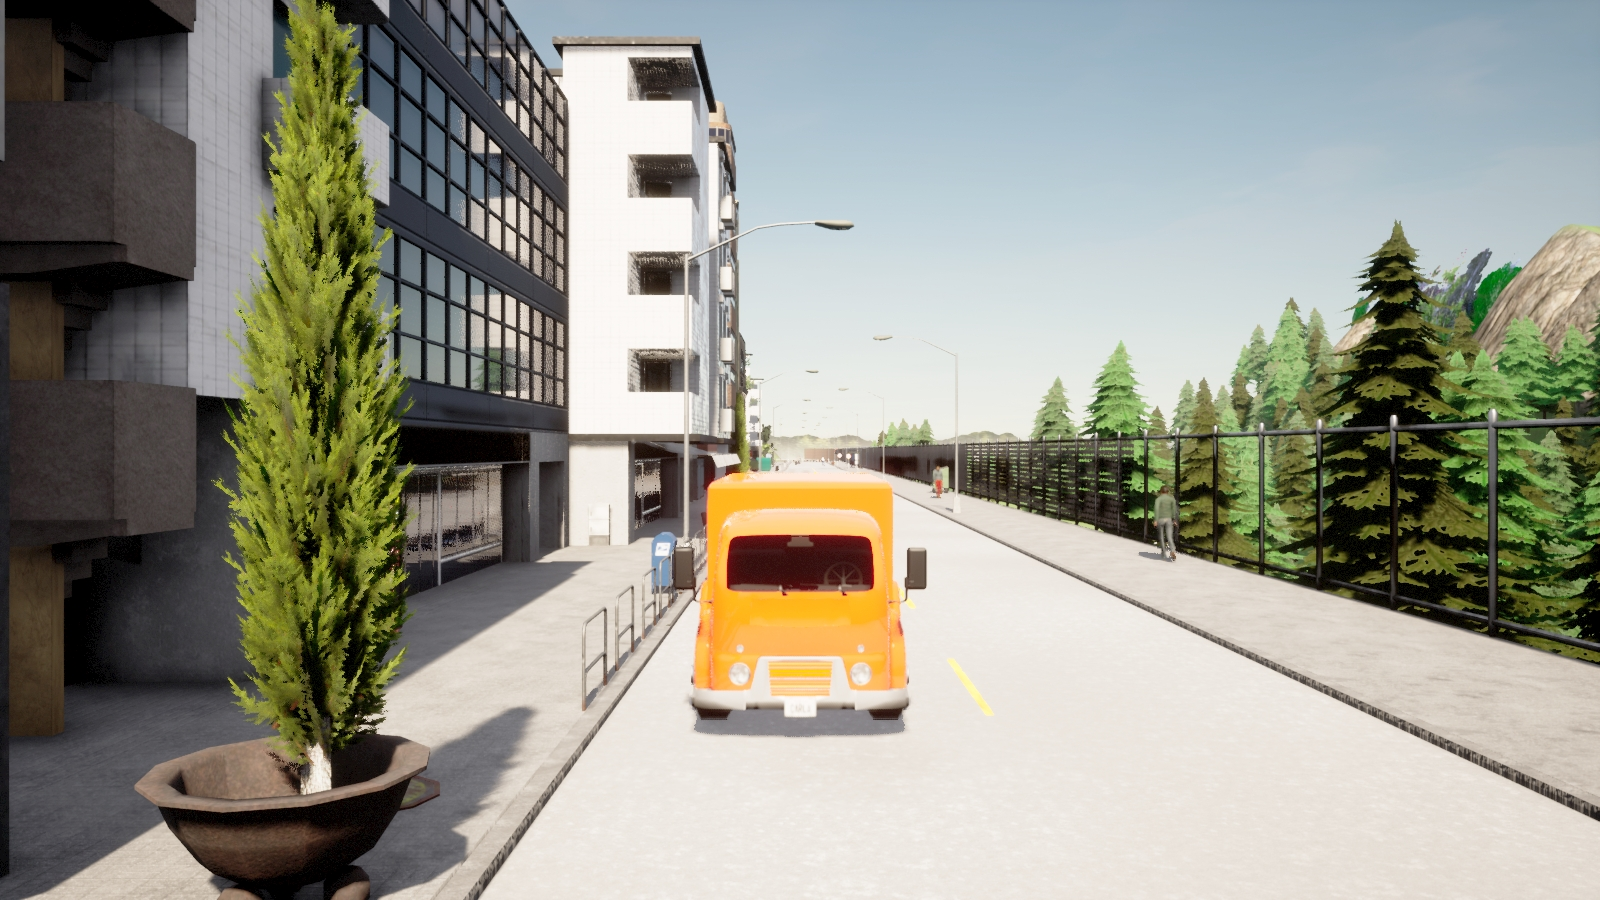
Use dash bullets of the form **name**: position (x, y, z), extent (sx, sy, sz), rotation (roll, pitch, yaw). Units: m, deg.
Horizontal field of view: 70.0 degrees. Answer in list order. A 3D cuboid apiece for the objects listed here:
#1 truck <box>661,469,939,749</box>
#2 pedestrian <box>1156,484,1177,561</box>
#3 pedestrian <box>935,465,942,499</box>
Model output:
- **truck**: position (-0.001, 1.556, 13.449), extent (2.627, 2.467, 5.204), rotation (0, 1, 0)
- **pedestrian**: position (8.940, 1.756, 27.904), extent (0.375, 1.860, 0.375), rotation (0, 0, -3)
- **pedestrian**: position (7.672, 1.769, 63.324), extent (0.375, 1.860, 0.375), rotation (0, 0, 0)
